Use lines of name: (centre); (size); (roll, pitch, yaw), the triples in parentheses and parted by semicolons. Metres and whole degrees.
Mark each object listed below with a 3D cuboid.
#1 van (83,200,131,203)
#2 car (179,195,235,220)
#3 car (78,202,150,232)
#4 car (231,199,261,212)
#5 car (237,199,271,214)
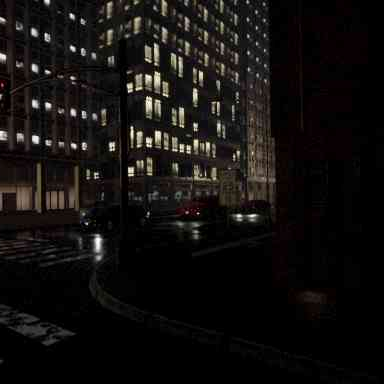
van: (-6.029, 1.460, 23.491); (1.690, 1.788, 3.998); (-2, -1, 36)
car: (1.206, 1.307, 29.149); (2.150, 2.045, 5.566); (-1, -1, 36)
car: (-4.682, 1.571, 20.959); (1.837, 1.490, 4.892); (-1, -1, 33)
car: (6.799, 1.688, 41.405); (1.752, 1.417, 4.829); (-2, -1, 36)
car: (7.209, 1.584, 37.512); (1.882, 1.535, 5.008); (-1, -1, 36)
